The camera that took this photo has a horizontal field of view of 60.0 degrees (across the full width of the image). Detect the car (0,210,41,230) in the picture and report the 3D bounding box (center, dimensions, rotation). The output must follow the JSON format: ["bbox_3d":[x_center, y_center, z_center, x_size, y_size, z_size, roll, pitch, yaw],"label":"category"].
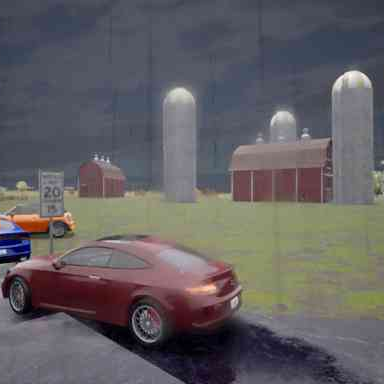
[{"bbox_3d":[-6.957,1.481,10.741,5.008,1.535,1.882,0,0,43],"label":"car"}]

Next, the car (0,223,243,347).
[{"bbox_3d":[-1.398,1.529,6.173,4.674,1.442,1.812,0,0,27],"label":"car"}]

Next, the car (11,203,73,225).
[{"bbox_3d":[-8.434,1.371,16.892,4.553,1.767,2.097,0,0,-17],"label":"car"}]
